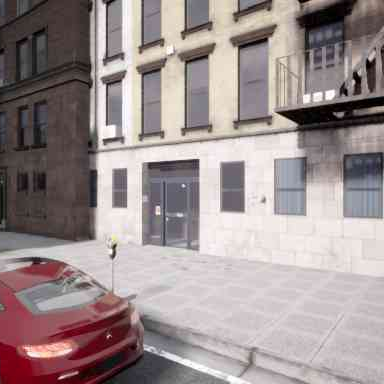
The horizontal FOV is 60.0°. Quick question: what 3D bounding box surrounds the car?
[{"bbox_3d":[-2.504,1.582,4.596,4.206,1.307,1.802,0,0,36],"label":"car"}]
